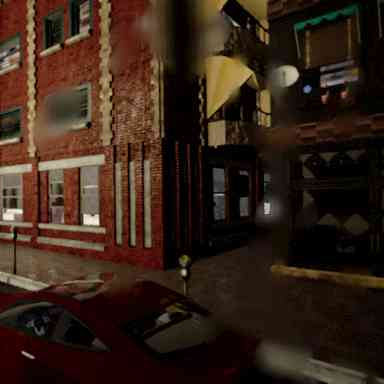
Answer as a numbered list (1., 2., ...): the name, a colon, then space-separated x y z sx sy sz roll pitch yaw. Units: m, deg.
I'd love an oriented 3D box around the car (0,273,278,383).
1. car: -1.182 1.595 3.690 4.206 1.307 1.802 0 -1 36
